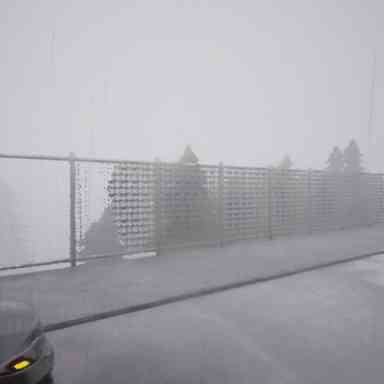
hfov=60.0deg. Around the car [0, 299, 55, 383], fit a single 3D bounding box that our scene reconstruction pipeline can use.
[{"bbox_3d":[-3.408,1.534,2.156,4.674,1.442,1.812,0,0,-36],"label":"car"}]
